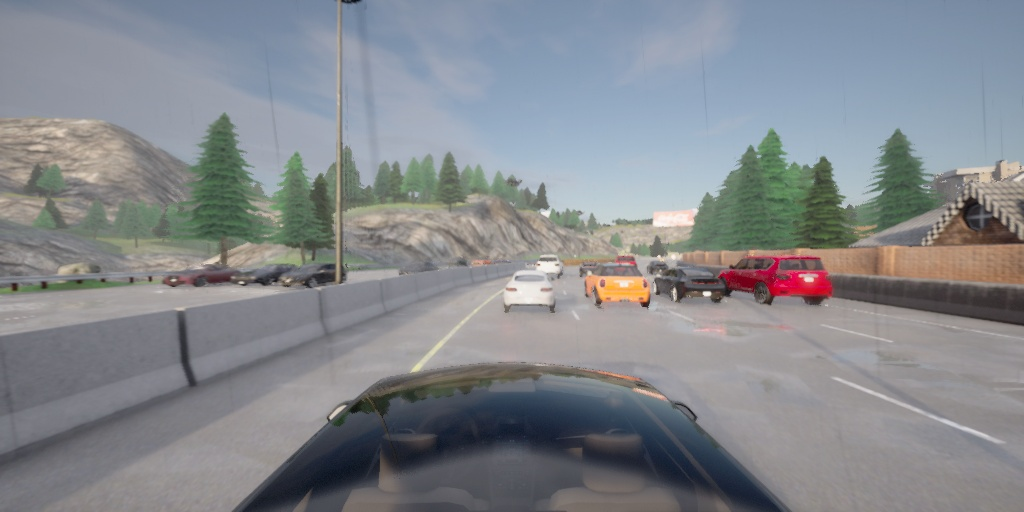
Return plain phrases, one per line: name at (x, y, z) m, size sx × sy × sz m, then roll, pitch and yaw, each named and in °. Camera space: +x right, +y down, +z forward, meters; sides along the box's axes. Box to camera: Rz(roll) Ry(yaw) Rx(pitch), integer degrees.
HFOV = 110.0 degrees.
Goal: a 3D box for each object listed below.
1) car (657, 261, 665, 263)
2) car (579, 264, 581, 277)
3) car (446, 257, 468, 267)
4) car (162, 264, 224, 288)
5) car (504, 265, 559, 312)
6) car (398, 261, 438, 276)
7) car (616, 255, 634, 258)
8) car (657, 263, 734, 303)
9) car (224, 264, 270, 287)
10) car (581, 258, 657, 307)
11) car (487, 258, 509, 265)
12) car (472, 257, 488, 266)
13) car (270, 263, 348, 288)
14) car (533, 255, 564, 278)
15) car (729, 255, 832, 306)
car at (15.734, 1.248, 38.876) m, size 1.837 × 1.490 × 4.892 m, roll 0°, pitch 0°, yaw 15°
car at (7.672, 1.217, 35.519) m, size 2.128 × 1.511 × 4.902 m, roll 0°, pitch 0°, yaw 13°
car at (-9.659, 0.990, 63.060) m, size 2.097 × 1.767 × 4.553 m, roll 0°, pitch 0°, yaw 21°
car at (-19.608, 1.229, 23.002) m, size 1.994 × 1.385 × 4.181 m, roll 0°, pitch 0°, yaw 7°
car at (0.734, 1.261, 14.054) m, size 1.812 × 1.442 × 4.674 m, roll 0°, pitch 0°, yaw 5°
car at (-7.856, 1.193, 30.430) m, size 1.837 × 1.490 × 4.892 m, roll 0°, pitch 0°, yaw 10°
car at (11.572, 0.956, 36.866) m, size 2.150 × 2.045 × 5.566 m, roll 0°, pitch 0°, yaw 14°
car at (8.002, 1.257, 16.681) m, size 1.837 × 1.490 × 4.892 m, roll 0°, pitch 0°, yaw 6°
car at (-15.959, 1.221, 24.250) m, size 2.033 × 1.411 × 5.357 m, roll 0°, pitch 0°, yaw 8°
car at (4.394, 1.095, 15.563) m, size 2.097 × 1.767 × 4.553 m, roll 0°, pitch 0°, yaw 5°
car at (-2.087, 1.223, 63.264) m, size 1.994 × 1.385 × 4.181 m, roll 0°, pitch 0°, yaw 22°
car at (-5.454, 1.001, 64.276) m, size 2.097 × 1.767 × 4.553 m, roll 0°, pitch 0°, yaw 21°
car at (-12.567, 1.190, 22.998) m, size 1.837 × 1.490 × 4.892 m, roll 0°, pitch 0°, yaw 8°
car at (3.643, 0.938, 33.625) m, size 2.150 × 2.045 × 5.566 m, roll 0°, pitch 0°, yaw 12°
car at (11.445, 0.984, 16.156) m, size 2.150 × 2.045 × 5.566 m, roll 0°, pitch 0°, yaw 6°
